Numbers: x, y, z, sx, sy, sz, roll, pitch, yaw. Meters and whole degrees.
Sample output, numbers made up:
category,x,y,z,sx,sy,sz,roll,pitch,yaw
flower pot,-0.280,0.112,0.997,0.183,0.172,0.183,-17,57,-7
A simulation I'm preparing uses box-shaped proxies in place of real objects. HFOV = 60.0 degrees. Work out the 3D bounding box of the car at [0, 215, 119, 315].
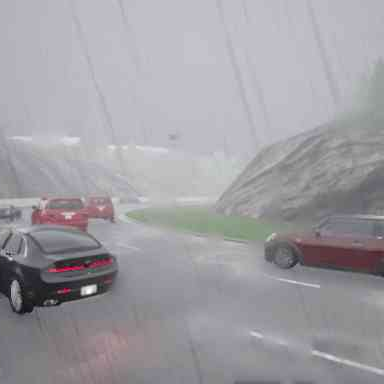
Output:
category,x,y,z,sx,sy,sz,roll,pitch,yaw
car,-3.592,1.527,7.745,4.892,1.490,1.837,0,0,45

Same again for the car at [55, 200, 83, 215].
category,x,y,z,sx,sy,sz,roll,pitch,yaw
car,-13.418,1.623,36.572,1.837,1.490,4.892,0,0,-7

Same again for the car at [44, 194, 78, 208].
category,x,y,z,sx,sy,sz,roll,pitch,yaw
car,-20.063,1.377,51.148,2.150,2.045,5.566,0,0,12

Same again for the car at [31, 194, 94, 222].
category,x,y,z,sx,sy,sz,roll,pitch,yaw
car,-7.255,1.277,17.993,2.150,2.045,5.566,0,0,-32

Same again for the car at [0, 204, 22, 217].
category,x,y,z,sx,sy,sz,roll,pitch,yaw
car,-15.002,1.652,26.746,1.895,1.301,4.718,0,0,-18

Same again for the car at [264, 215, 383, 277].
category,x,y,z,sx,sy,sz,roll,pitch,yaw
car,4.467,1.443,9.777,4.553,1.767,2.097,0,-1,38

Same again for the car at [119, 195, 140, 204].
category,x,y,z,sx,sy,sz,roll,pitch,yaw
car,-12.913,1.477,68.889,2.097,1.767,4.553,0,0,37

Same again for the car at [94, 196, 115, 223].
category,x,y,z,sx,sy,sz,roll,pitch,yaw
car,-7.504,1.323,26.268,2.150,2.045,5.566,0,0,-22
